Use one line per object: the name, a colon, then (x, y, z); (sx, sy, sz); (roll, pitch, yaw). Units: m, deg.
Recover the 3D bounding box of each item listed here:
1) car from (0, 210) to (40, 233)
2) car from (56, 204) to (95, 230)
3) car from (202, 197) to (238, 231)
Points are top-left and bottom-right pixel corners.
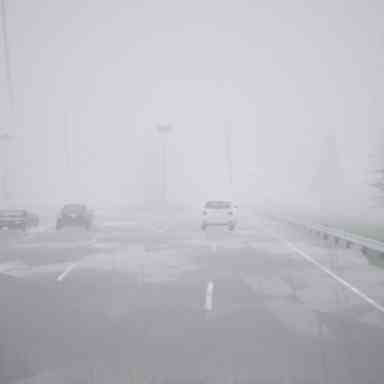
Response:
car: (-11.071, 1.786, 21.064); (1.895, 1.301, 4.718); (1, -1, -12)
car: (-7.998, 1.584, 23.192); (2.097, 1.767, 4.553); (1, -1, -12)
car: (2.004, 1.529, 23.565); (2.150, 2.045, 5.566); (0, -1, 9)
